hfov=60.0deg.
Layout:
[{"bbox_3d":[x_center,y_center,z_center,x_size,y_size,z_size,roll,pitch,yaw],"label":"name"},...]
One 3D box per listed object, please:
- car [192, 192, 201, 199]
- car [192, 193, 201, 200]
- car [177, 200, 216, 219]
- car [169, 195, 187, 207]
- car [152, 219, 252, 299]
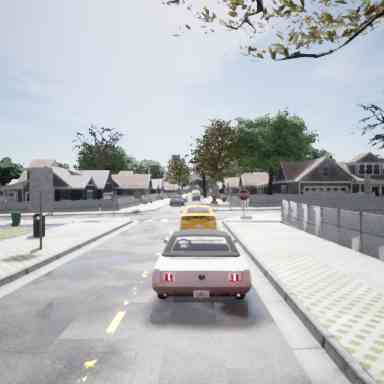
[{"bbox_3d":[1.140,0.951,85.340,2.097,1.767,4.553,0,0,1],"label":"car"},{"bbox_3d":[1.000,1.308,74.952,2.128,1.511,4.902,0,0,1],"label":"car"},{"bbox_3d":[0.335,1.452,18.419,1.882,1.535,5.008,0,0,1],"label":"car"},{"bbox_3d":[-2.187,1.223,49.378,2.097,1.767,4.553,0,0,1],"label":"car"},{"bbox_3d":[0.209,1.594,8.366,1.895,1.301,4.718,0,0,1],"label":"car"}]
